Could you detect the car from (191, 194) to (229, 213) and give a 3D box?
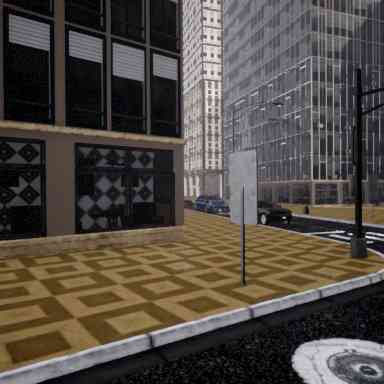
[{"bbox_3d":[1.831,1.020,31.918,2.097,1.767,4.553,-1,1,-19],"label":"car"}]

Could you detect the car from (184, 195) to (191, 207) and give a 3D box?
[{"bbox_3d":[-1.320,1.093,41.339,1.994,1.385,4.181,-1,1,-18],"label":"car"}]

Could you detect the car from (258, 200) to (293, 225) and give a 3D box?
[{"bbox_3d":[4.879,1.277,22.845,1.882,1.535,5.008,-1,1,-19],"label":"car"}]
